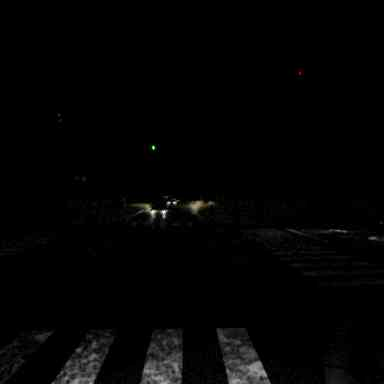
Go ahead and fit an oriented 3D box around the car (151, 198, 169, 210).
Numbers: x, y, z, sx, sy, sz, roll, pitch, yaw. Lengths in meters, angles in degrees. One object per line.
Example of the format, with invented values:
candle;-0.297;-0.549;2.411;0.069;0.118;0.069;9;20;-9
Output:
car;-4.499;1.768;45.447;1.812;1.442;4.674;0;1;-3

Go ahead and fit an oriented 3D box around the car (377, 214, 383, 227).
car;13.588;1.513;19.623;4.902;1.511;2.128;0;-1;-1

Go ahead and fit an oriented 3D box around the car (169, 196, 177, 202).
car;-4.936;1.834;82.313;1.812;1.442;4.674;0;0;4
